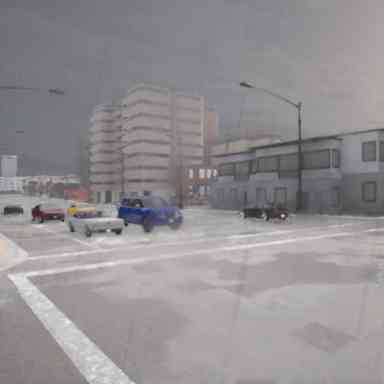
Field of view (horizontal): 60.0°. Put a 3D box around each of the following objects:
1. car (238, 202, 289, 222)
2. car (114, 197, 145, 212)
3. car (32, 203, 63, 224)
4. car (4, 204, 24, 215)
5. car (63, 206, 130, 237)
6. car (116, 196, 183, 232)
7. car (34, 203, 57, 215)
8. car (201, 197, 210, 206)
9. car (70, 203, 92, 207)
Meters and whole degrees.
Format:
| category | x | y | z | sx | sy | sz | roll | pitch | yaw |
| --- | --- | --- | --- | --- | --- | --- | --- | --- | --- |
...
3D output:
| category | x | y | z | sx | sy | sz | roll | pitch | yaw |
| --- | --- | --- | --- | --- | --- | --- | --- | --- | --- |
| car | 5.664 | 1.546 | 26.931 | 1.837 | 1.490 | 4.892 | 0 | -1 | -27 |
| car | -9.080 | 1.789 | 48.075 | 2.150 | 2.045 | 5.566 | 0 | -1 | -36 |
| car | -12.166 | 1.756 | 28.070 | 1.882 | 1.535 | 5.008 | 0 | -1 | -35 |
| car | -23.848 | 2.322 | 44.568 | 1.895 | 1.301 | 4.718 | 0 | -1 | -35 |
| car | -5.510 | 1.686 | 18.721 | 1.895 | 1.301 | 4.718 | 0 | -1 | -35 |
| car | -2.769 | 1.298 | 20.906 | 2.150 | 2.045 | 5.566 | 0 | -1 | -35 |
| car | -19.866 | 2.238 | 44.980 | 1.994 | 1.385 | 4.181 | 0 | -1 | -35 |
| car | 3.325 | 1.669 | 57.296 | 1.970 | 1.475 | 3.806 | 0 | -1 | -35 |
| car | -10.408 | 1.785 | 31.634 | 1.882 | 1.535 | 5.008 | 0 | -1 | -35 |
